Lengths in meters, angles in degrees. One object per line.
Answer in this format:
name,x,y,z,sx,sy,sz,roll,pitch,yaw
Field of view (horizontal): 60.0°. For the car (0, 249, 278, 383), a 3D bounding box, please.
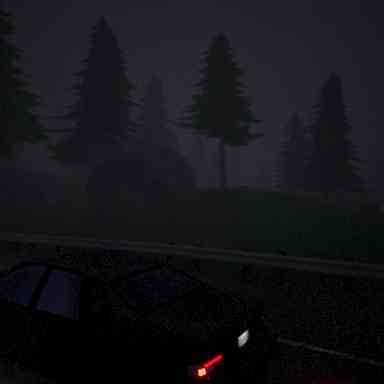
car,-1.597,1.574,4.740,5.357,1.411,2.033,-1,0,32
